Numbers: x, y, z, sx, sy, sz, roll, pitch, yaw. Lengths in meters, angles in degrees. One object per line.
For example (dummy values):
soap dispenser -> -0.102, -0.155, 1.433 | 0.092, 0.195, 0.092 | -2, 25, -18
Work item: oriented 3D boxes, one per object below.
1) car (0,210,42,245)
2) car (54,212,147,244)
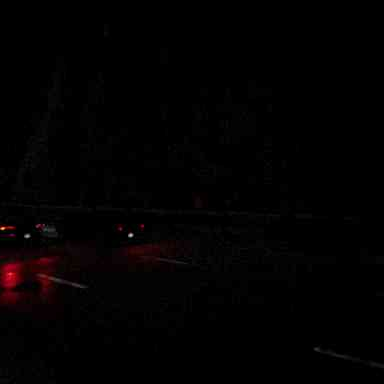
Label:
car -> -8.210, 1.489, 14.161 | 4.674, 1.442, 1.812 | 0, 0, 36
car -> -4.456, 1.576, 15.761 | 4.718, 1.301, 1.895 | 0, 0, 36
